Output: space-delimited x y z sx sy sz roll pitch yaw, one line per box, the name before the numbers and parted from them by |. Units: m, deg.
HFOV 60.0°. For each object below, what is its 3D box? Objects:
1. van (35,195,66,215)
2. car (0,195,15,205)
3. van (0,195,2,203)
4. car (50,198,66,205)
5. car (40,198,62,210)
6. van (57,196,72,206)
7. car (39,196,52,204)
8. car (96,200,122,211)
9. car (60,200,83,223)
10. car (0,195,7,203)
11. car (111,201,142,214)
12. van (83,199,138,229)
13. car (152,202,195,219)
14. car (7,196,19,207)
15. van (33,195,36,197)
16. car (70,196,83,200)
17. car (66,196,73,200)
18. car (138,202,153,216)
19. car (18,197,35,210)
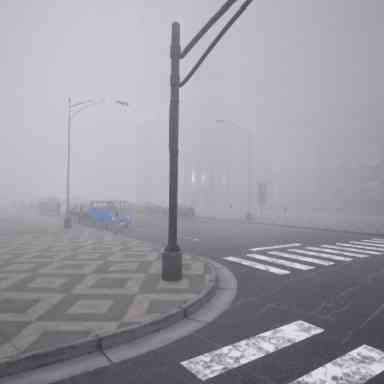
van | -14.850 1.398 34.762 1.690 1.788 3.998 1 -1 -35
car | -37.075 1.732 66.204 1.752 1.417 4.829 1 -1 -35
van | -46.738 1.614 79.880 1.690 1.788 3.998 1 -1 -35
car | -27.005 1.887 66.747 2.008 1.369 4.403 1 -1 -35
car | -19.740 1.659 46.485 1.837 1.490 4.892 1 -1 -35
van | -23.812 1.656 62.238 1.690 1.788 3.998 1 -1 -35
car | -33.386 1.820 75.771 1.967 1.590 4.097 1 -1 -35
car | -11.149 1.755 44.331 1.752 1.417 4.829 1 -1 -35
car | -8.474 1.560 25.737 1.887 1.381 4.507 1 -1 -35
car | -43.548 1.566 75.369 2.192 1.841 5.009 1 -1 -35
car | -7.860 1.752 39.681 1.887 1.381 4.507 1 -1 -35
van | -5.283 1.336 21.227 1.690 1.788 3.998 1 -1 -35
car | -1.479 1.710 30.660 1.887 1.381 4.507 1 -1 -35
car | -27.607 1.693 52.808 2.008 1.369 4.403 1 -1 -35
van | -36.575 1.742 80.282 1.690 1.788 3.998 1 -1 -35
car | -17.433 1.816 53.214 1.887 1.381 4.507 1 -1 -35
car | -20.622 1.608 57.728 2.192 1.841 5.009 1 -1 -35
car | -4.670 1.731 35.170 1.887 1.381 4.507 1 -1 -35
car | -21.230 1.682 43.784 1.802 1.307 4.206 1 -1 -35
